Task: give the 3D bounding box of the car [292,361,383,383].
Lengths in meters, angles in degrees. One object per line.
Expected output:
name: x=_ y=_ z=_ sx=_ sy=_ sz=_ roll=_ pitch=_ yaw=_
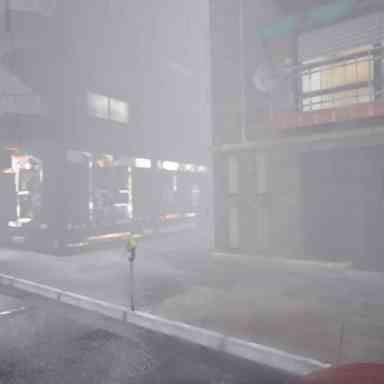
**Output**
car: x=2.446 y=1.532 z=1.170 sx=4.507 sy=1.381 sz=1.887 roll=-1 pitch=-1 yaw=36
